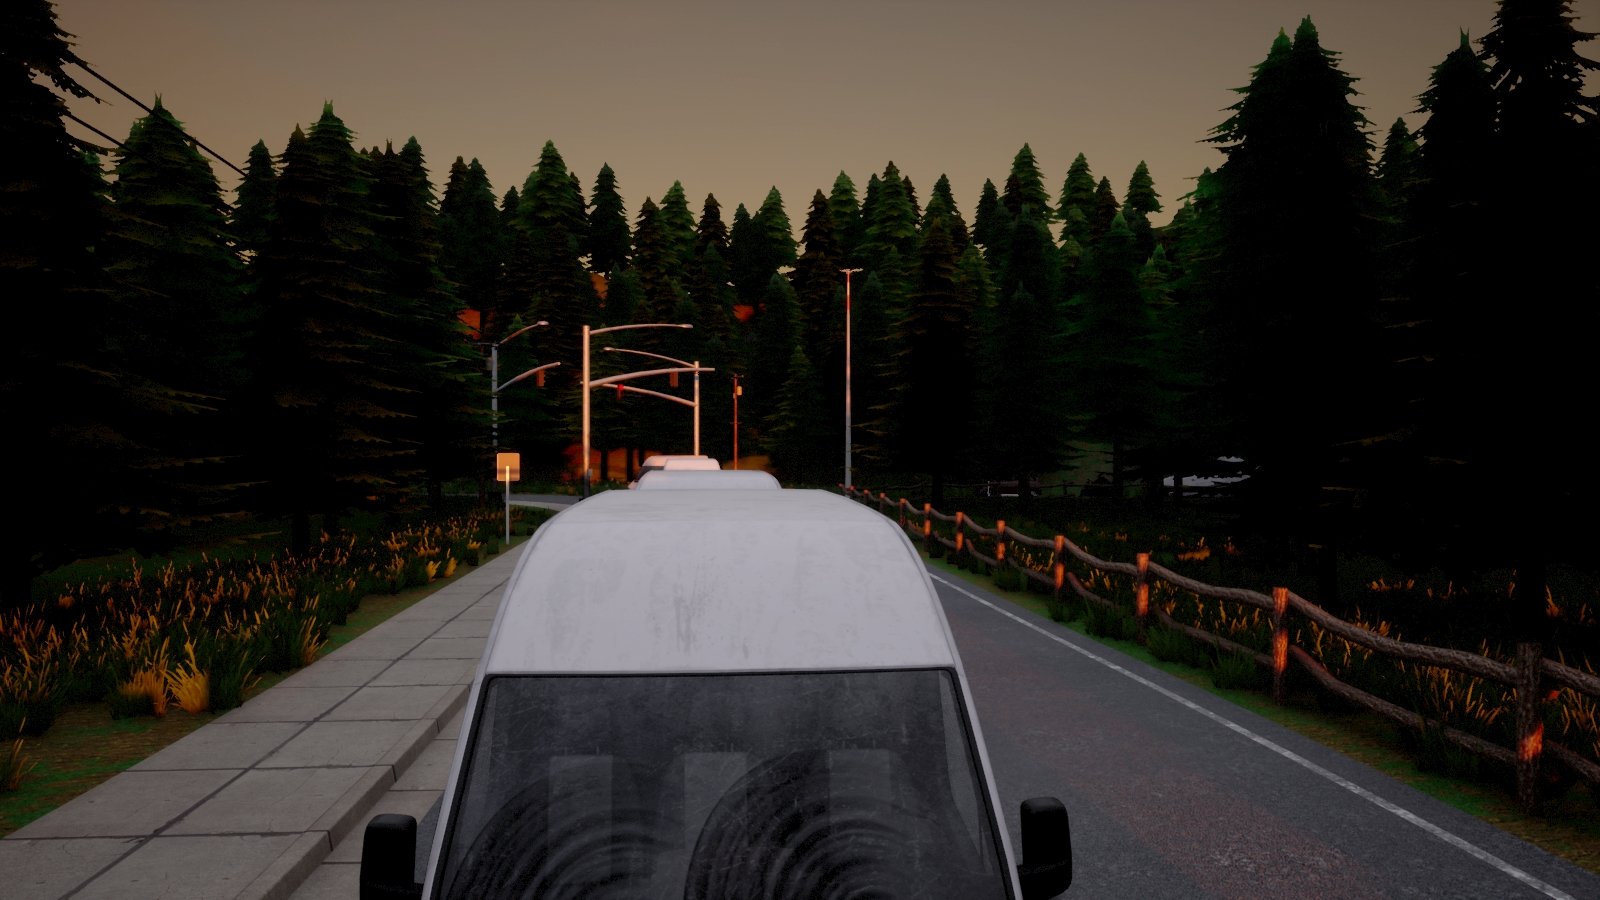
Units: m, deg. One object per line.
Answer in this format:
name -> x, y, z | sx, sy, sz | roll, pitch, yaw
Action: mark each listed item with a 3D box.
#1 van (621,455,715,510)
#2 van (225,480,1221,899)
van -> -6.385, 1.515, 56.029 | 1.988, 2.561, 5.915 | 0, 0, 22
van -> -0.361, 1.499, 5.231 | 1.988, 2.561, 5.915 | 0, 0, -5
